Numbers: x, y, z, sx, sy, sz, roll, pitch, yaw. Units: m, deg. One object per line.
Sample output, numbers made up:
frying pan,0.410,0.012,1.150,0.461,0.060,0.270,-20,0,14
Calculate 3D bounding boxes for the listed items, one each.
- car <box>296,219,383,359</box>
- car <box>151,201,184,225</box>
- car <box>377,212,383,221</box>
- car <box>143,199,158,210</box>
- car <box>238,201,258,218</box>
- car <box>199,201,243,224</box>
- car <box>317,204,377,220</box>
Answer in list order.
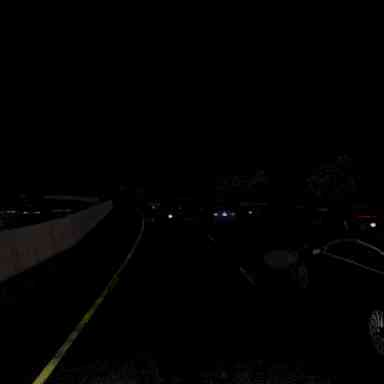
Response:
car,3.388,1.484,5.850,2.128,1.511,4.902,0,0,-2
car,-1.689,1.559,23.781,1.994,1.385,4.181,0,0,-8
car,6.844,1.208,7.260,2.150,2.045,5.566,0,0,-2
car,-5.176,1.596,42.355,1.895,1.301,4.718,0,0,-13
car,4.473,1.509,29.918,1.812,1.442,4.674,0,0,-9
car,1.796,1.537,24.438,2.033,1.411,5.357,0,0,-8
car,9.348,1.484,20.041,1.837,1.490,4.892,0,0,-6
